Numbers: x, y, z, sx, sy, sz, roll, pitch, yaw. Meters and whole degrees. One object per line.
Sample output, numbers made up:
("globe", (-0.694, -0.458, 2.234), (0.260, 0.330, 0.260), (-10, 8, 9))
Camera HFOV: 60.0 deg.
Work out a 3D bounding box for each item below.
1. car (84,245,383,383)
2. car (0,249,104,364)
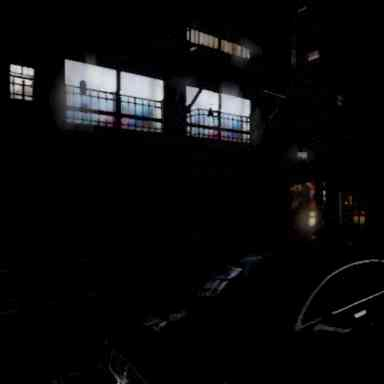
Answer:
("car", (1.359, 1.537, 4.348), (4.892, 1.490, 1.837), (1, 0, -35))
("car", (-2.636, 1.570, 4.692), (4.313, 1.339, 1.947), (1, -1, -35))
